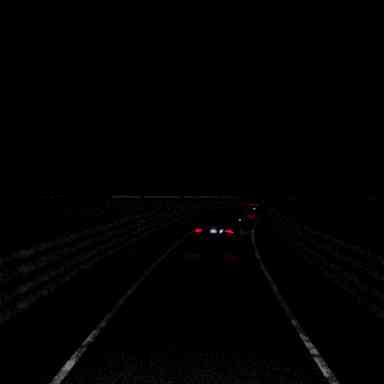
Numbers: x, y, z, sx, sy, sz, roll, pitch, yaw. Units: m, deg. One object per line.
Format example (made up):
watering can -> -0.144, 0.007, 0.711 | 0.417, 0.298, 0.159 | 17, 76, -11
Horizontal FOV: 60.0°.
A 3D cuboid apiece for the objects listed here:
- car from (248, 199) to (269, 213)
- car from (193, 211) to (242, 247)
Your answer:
car -> 7.791, 1.592, 38.939 | 1.837, 1.490, 4.892 | 0, 0, 22
car -> 1.240, 1.565, 15.303 | 2.033, 1.411, 5.357 | 0, 0, 9
